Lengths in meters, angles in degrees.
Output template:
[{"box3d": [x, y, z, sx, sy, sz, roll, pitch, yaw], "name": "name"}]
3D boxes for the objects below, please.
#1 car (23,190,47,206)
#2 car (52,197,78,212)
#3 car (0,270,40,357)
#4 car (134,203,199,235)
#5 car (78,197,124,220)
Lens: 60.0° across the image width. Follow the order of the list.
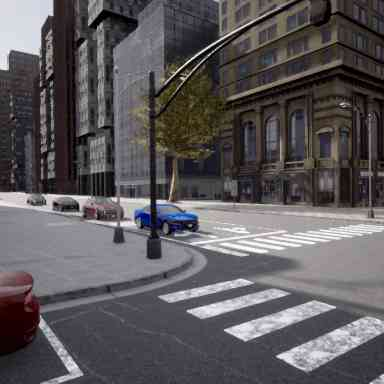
[{"box3d": [-22.385, 1.061, 47.849, 2.097, 1.767, 4.553, -1, 1, -36], "name": "car"}, {"box3d": [-13.478, 1.257, 35.431, 1.882, 1.535, 5.008, -1, 1, -36], "name": "car"}, {"box3d": [-4.157, 1.545, 3.672, 4.507, 1.381, 1.887, 0, -1, -36], "name": "car"}, {"box3d": [-1.560, 1.422, 19.009, 1.882, 1.535, 5.008, -1, 1, -36], "name": "car"}, {"box3d": [-7.232, 1.217, 26.822, 2.097, 1.767, 4.553, -1, 1, -36], "name": "car"}]
